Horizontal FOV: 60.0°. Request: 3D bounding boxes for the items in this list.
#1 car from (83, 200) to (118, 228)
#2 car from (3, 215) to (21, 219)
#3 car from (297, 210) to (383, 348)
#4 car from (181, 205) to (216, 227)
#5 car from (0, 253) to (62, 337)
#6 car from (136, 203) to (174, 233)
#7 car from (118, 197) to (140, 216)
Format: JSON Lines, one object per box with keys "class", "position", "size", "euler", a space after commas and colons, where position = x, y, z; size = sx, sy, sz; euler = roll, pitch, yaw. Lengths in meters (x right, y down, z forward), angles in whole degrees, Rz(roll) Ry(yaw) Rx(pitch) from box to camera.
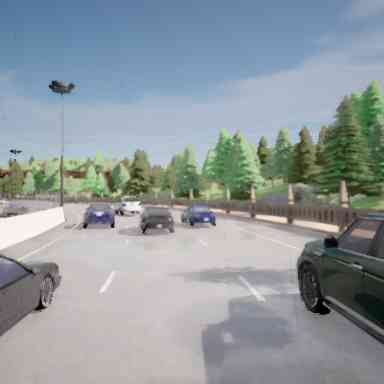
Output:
{"class": "car", "position": [-6.705, 1.556, 24.269], "size": [2.097, 1.767, 4.553], "euler": [0, 0, -14]}
{"class": "car", "position": [-16.019, 1.850, 30.414], "size": [1.994, 1.385, 4.181], "euler": [0, 0, -19]}
{"class": "car", "position": [3.347, 1.242, 4.594], "size": [2.150, 2.045, 5.566], "euler": [0, 0, -3]}
{"class": "car", "position": [0.428, 1.702, 24.541], "size": [1.812, 1.442, 4.674], "euler": [0, 0, -13]}
{"class": "car", "position": [-3.642, 1.598, 4.840], "size": [2.033, 1.411, 5.357], "euler": [0, 0, -3]}
{"class": "car", "position": [-2.288, 1.665, 20.781], "size": [1.837, 1.490, 4.892], "euler": [0, -1, -12]}
{"class": "car", "position": [-7.254, 1.524, 37.560], "size": [2.150, 2.045, 5.566], "euler": [0, 0, -21]}
